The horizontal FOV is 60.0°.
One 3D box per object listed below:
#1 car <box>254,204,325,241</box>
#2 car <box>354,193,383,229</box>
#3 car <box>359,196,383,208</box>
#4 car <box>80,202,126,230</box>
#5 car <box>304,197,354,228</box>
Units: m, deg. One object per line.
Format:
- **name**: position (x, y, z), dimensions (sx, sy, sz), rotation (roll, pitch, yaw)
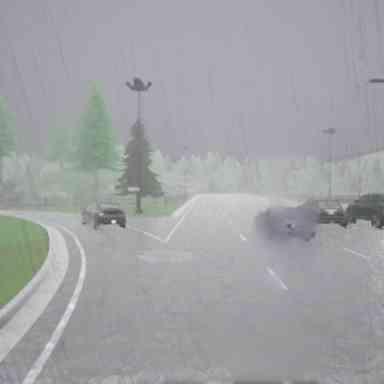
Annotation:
- **car**: position (4.246, 1.425, 15.925), dimensions (2.033, 1.411, 5.357), rotation (0, 0, 2)
- **car**: position (11.395, 1.046, 20.109), dimensions (2.150, 2.045, 5.566), rotation (0, 0, 2)
- **car**: position (23.835, 1.188, 41.132), dimensions (2.033, 1.411, 5.357), rotation (-1, 0, -40)
- **car**: position (-5.541, 1.386, 20.511), dimensions (1.837, 1.490, 4.892), rotation (0, 0, -30)
- **car**: position (7.921, 1.184, 20.876), dimensions (2.097, 1.767, 4.553), rotation (0, 0, 2)
